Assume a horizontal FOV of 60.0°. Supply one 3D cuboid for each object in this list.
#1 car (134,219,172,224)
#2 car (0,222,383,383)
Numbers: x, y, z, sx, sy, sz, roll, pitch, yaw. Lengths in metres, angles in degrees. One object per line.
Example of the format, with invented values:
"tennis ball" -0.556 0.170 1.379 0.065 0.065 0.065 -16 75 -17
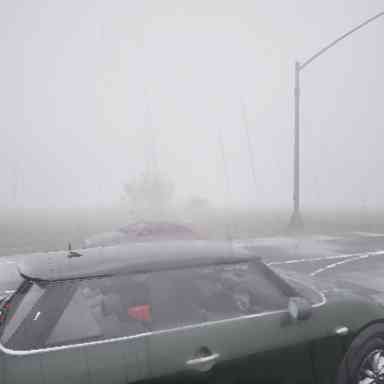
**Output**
"car" -1.372 1.598 10.700 4.181 1.385 1.994 0 0 -25
"car" 0.155 1.350 3.687 4.553 1.767 2.097 0 0 -25
